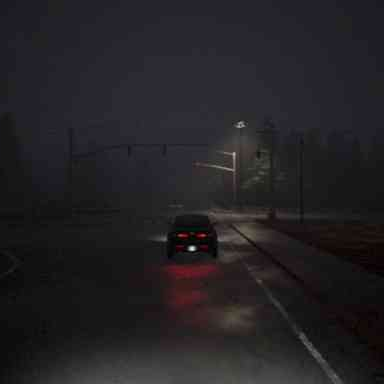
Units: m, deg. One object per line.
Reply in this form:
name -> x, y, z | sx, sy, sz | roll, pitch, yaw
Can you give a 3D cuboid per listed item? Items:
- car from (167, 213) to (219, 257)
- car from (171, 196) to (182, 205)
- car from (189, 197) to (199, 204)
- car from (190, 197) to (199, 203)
car -> 0.025, 1.634, 13.511 | 1.837, 1.490, 4.892 | 0, 0, 0
car -> -3.353, 1.911, 73.873 | 2.150, 2.045, 5.566 | 0, -1, 1
car -> 0.330, 2.102, 80.776 | 2.097, 1.767, 4.553 | 0, -1, 2
car -> 0.721, 2.138, 90.815 | 2.097, 1.767, 4.553 | 0, -1, 2
